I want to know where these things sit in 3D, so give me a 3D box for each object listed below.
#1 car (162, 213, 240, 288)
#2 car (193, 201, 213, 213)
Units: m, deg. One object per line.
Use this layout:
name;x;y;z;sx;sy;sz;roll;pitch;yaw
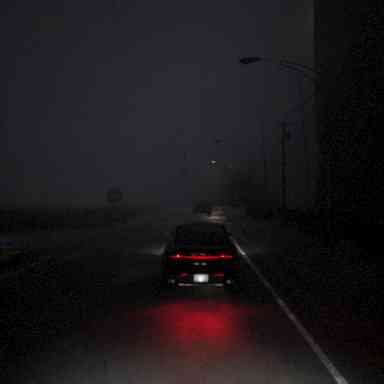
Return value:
car;0.242;1.584;9.502;1.837;1.490;4.892;0;0;1
car;1.247;1.780;37.186;1.882;1.535;5.008;0;0;7
